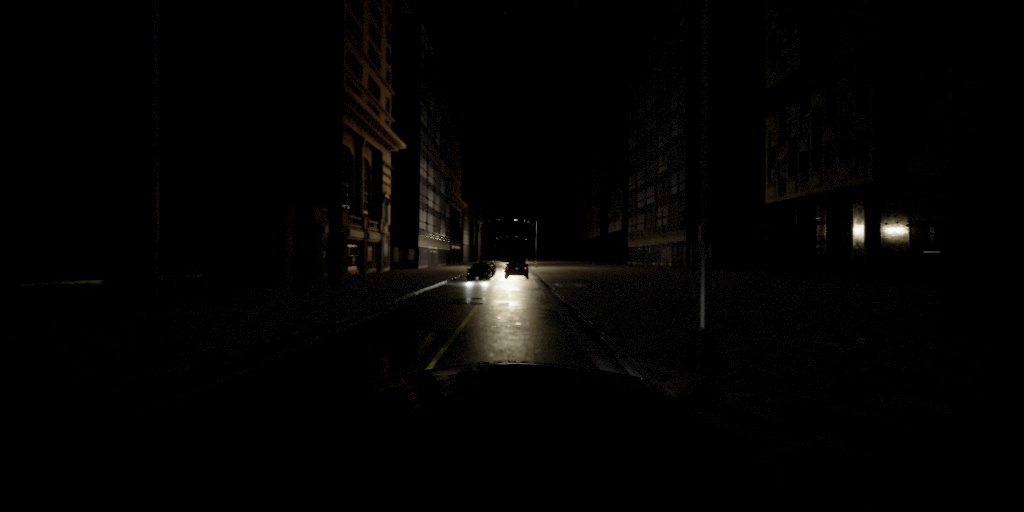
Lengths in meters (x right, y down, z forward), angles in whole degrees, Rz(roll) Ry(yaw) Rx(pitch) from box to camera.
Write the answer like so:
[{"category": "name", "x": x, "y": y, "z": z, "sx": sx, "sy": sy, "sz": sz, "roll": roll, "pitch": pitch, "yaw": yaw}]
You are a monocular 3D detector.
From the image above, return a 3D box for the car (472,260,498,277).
[{"category": "car", "x": -2.570, "y": 1.204, "z": 35.431, "sx": 2.128, "sy": 1.511, "sz": 4.902, "roll": 1, "pitch": 0, "yaw": 1}]

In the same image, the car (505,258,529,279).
[{"category": "car", "x": 0.456, "y": 1.093, "z": 32.554, "sx": 2.097, "sy": 1.767, "sz": 4.553, "roll": 1, "pitch": 0, "yaw": 1}]

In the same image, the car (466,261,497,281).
[{"category": "car", "x": -2.640, "y": 1.305, "z": 30.231, "sx": 2.033, "sy": 1.411, "sz": 5.357, "roll": 1, "pitch": 0, "yaw": 1}]
